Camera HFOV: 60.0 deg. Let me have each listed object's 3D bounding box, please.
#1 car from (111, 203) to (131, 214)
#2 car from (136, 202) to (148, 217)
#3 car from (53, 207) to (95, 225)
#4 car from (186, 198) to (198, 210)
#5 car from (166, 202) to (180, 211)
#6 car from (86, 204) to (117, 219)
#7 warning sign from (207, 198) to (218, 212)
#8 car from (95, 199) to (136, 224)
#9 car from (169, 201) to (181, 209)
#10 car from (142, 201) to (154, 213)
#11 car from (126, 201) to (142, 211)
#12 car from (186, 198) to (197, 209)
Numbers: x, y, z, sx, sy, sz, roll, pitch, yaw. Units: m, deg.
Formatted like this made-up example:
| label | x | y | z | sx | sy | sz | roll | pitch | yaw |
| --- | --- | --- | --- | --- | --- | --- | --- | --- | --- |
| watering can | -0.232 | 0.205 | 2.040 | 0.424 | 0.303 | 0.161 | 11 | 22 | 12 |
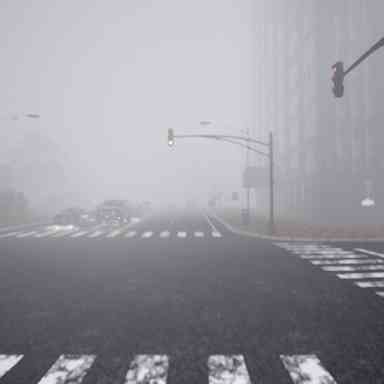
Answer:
| label | x | y | z | sx | sy | sz | roll | pitch | yaw |
| --- | --- | --- | --- | --- | --- | --- | --- | --- | --- |
| car | -9.929 | 2.276 | 46.840 | 1.994 | 1.385 | 4.181 | 0 | -1 | 1 |
| car | -6.675 | 2.172 | 38.506 | 1.895 | 1.301 | 4.718 | 0 | -1 | 0 |
| car | -9.904 | 1.964 | 27.666 | 1.994 | 1.385 | 4.181 | 0 | -1 | 0 |
| car | -0.017 | 2.271 | 58.377 | 2.097 | 1.767 | 4.553 | 0 | -1 | 0 |
| car | -3.367 | 2.424 | 57.231 | 1.812 | 1.442 | 4.674 | 0 | -1 | 0 |
| car | -9.921 | 2.092 | 36.908 | 2.033 | 1.411 | 5.357 | 0 | -1 | 0 |
| warning sign | 2.736 | 1.794 | 44.938 | 1.300 | 1.860 | 1.060 | -1 | -2 | 0 |
| car | -6.656 | 1.638 | 28.751 | 2.150 | 2.045 | 5.566 | 0 | -1 | 0 |
| car | -3.388 | 2.636 | 67.232 | 2.033 | 1.411 | 5.357 | 0 | -1 | 0 |
| car | -6.683 | 2.089 | 48.279 | 2.097 | 1.767 | 4.553 | 0 | -1 | 0 |
| car | -9.917 | 2.402 | 57.160 | 1.837 | 1.490 | 4.892 | 0 | -1 | 0 |
| car | -0.083 | 2.334 | 68.506 | 2.150 | 2.045 | 5.566 | 0 | -1 | 0 |
